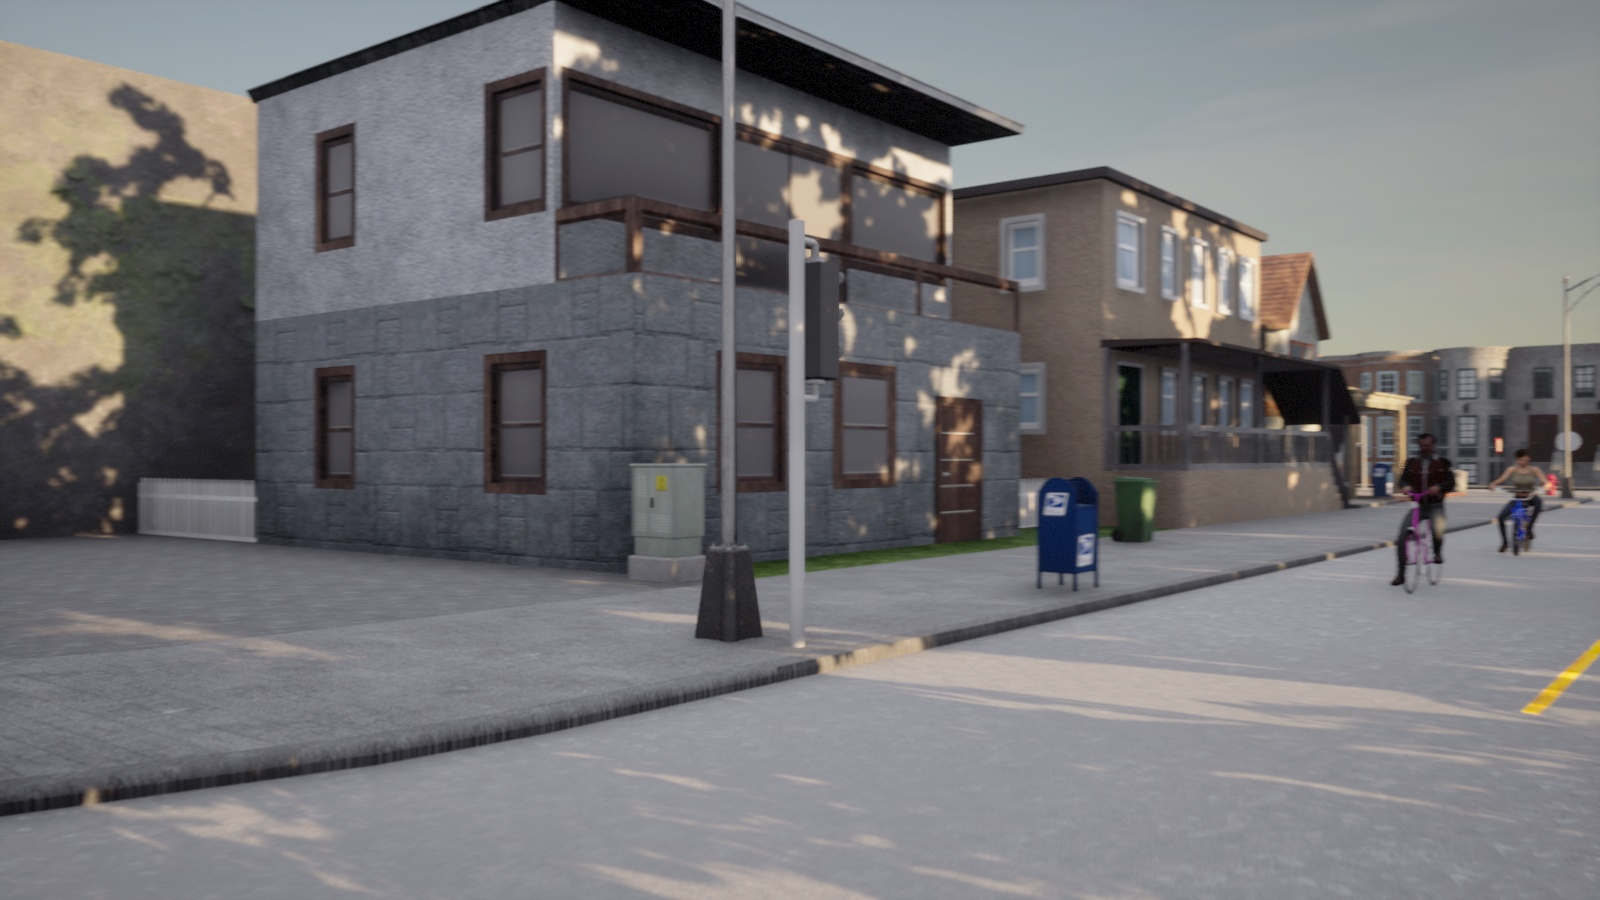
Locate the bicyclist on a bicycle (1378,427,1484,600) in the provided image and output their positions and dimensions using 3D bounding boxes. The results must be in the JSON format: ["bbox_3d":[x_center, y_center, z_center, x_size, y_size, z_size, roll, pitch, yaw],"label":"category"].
[{"bbox_3d":[6.986,0.661,13.871,0.659,1.776,1.843,-1,-1,39],"label":"bicyclist on a bicycle"}]

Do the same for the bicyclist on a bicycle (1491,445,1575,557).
[{"bbox_3d":[11.074,0.737,18.958,0.866,1.612,1.509,-1,0,39],"label":"bicyclist on a bicycle"}]
